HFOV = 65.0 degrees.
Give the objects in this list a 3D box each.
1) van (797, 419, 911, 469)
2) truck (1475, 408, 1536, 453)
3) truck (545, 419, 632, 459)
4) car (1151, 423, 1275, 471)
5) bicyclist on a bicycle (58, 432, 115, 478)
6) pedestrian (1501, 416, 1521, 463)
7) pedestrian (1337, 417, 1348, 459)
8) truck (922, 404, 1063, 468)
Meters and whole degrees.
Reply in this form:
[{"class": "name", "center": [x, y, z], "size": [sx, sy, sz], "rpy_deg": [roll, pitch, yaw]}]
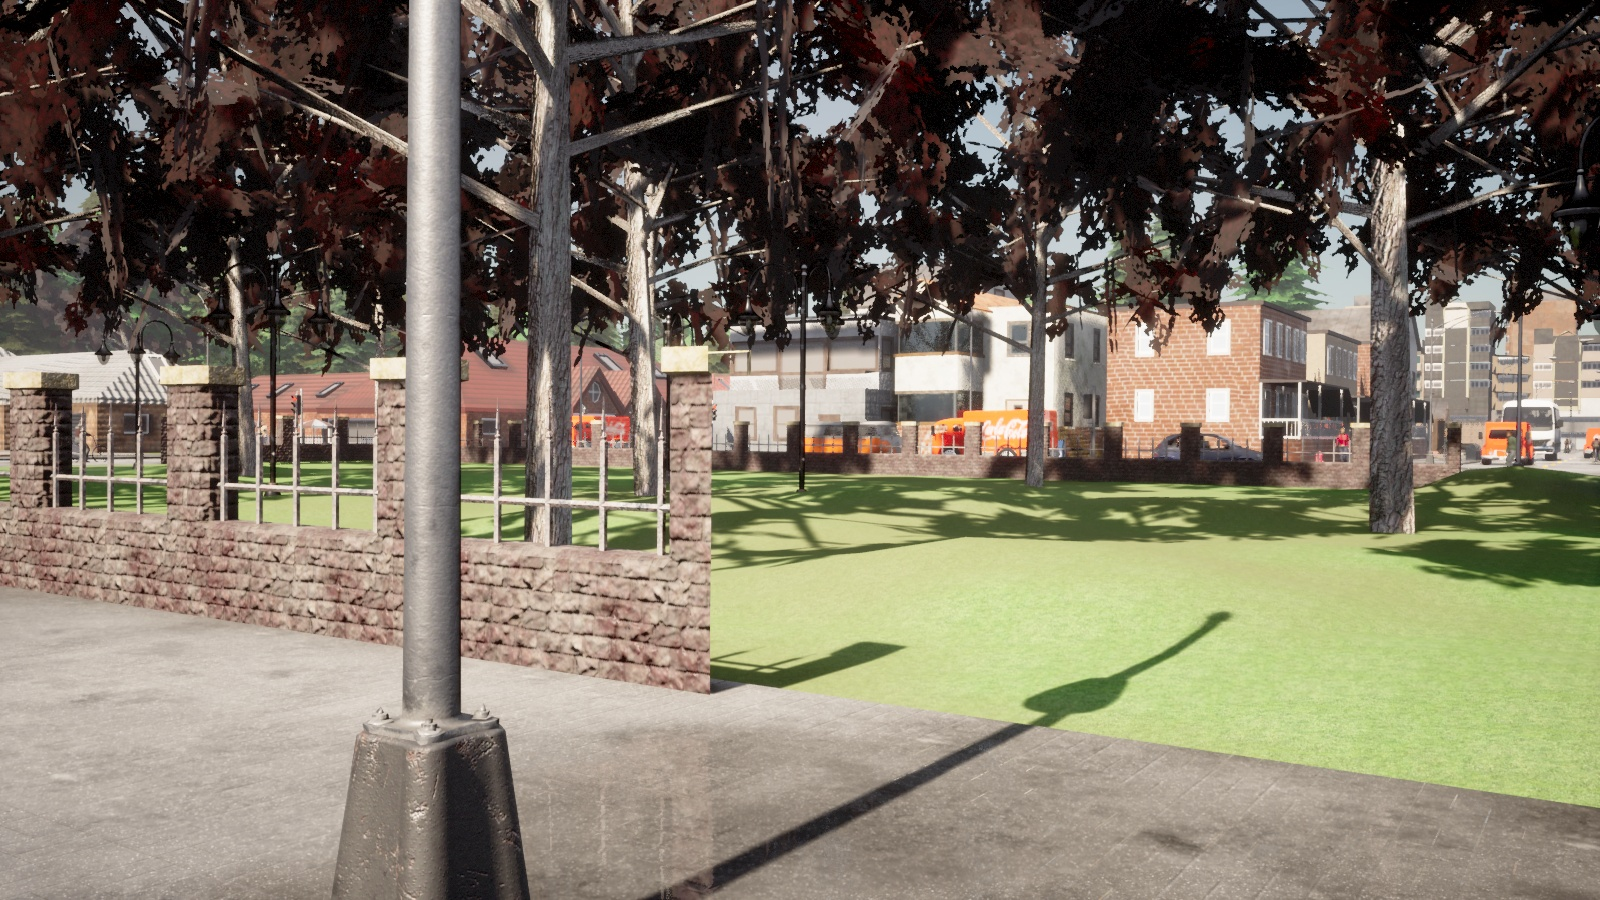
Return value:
[{"class": "van", "center": [2.241, -0.250, 52.270], "size": [4.442, 1.987, 1.775], "rpy_deg": [0, 1, 33]}, {"class": "truck", "center": [40.271, -1.098, 71.607], "size": [2.627, 2.467, 5.204], "rpy_deg": [0, 1, 34]}, {"class": "truck", "center": [-13.409, -0.725, 79.895], "size": [2.627, 2.467, 5.204], "rpy_deg": [0, 1, 34]}, {"class": "car", "center": [14.674, -0.112, 44.586], "size": [3.988, 1.617, 1.851], "rpy_deg": [0, 1, 25]}, {"class": "bicyclist on a bicycle", "center": [-28.393, 0.176, 50.010], "size": [0.659, 1.776, 1.843], "rpy_deg": [0, 1, 32]}, {"class": "pedestrian", "center": [27.932, -0.406, 49.352], "size": [0.614, 1.847, 0.353], "rpy_deg": [0, 1, 10]}, {"class": "pedestrian", "center": [23.954, -0.532, 55.403], "size": [0.331, 1.846, 0.636], "rpy_deg": [0, 1, 34]}, {"class": "truck", "center": [8.134, -0.580, 53.159], "size": [5.204, 2.467, 2.627], "rpy_deg": [-2, 0, 33]}]
